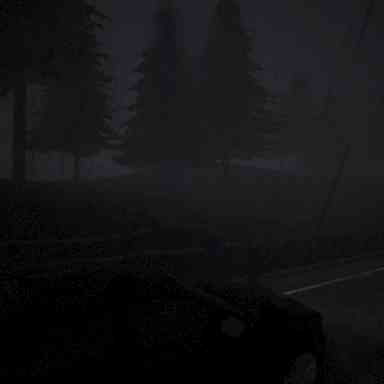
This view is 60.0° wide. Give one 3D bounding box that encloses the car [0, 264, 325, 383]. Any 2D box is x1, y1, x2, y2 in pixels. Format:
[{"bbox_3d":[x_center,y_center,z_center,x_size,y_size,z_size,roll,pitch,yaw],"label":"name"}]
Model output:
[{"bbox_3d":[-0.716,1.490,3.256,5.008,1.535,1.882,1,0,-35],"label":"car"}]
